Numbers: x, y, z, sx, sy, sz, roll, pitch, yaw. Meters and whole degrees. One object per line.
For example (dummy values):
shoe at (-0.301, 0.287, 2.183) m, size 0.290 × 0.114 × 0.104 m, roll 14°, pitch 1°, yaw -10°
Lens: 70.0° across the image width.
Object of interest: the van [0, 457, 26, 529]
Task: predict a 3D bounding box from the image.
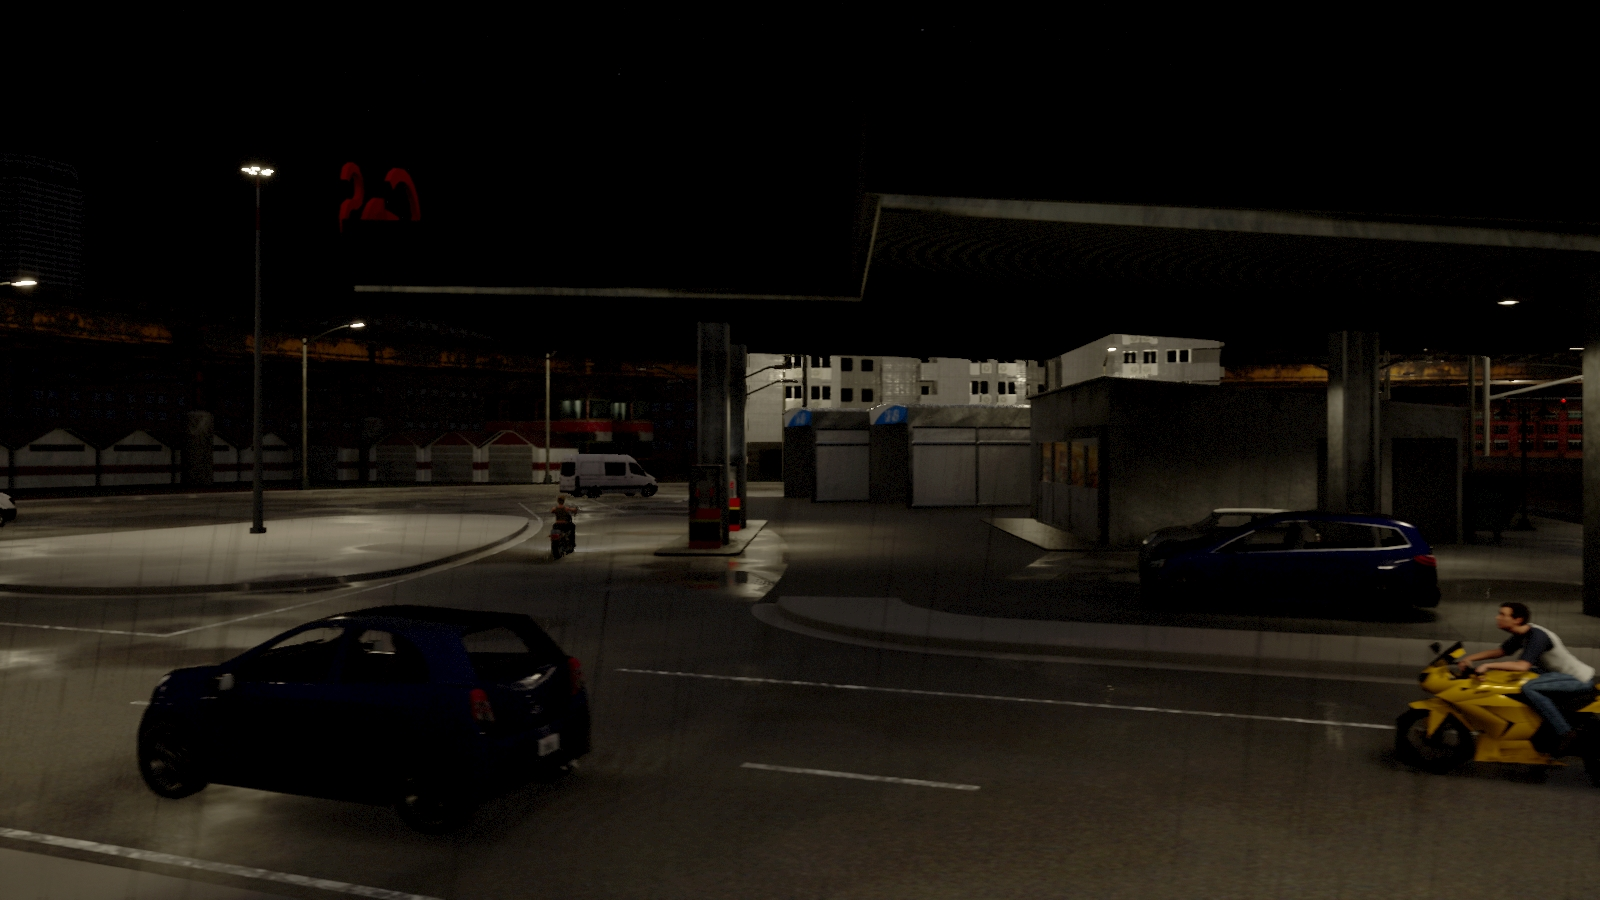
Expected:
van at (-29.925, 1.517, 38.839) m, size 1.988 × 2.561 × 5.915 m, roll 0°, pitch 0°, yaw 21°

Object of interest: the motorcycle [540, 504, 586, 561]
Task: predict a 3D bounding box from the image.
motorcycle at (-6.206, 2.136, 30.038) m, size 0.764 × 1.332 × 2.356 m, roll 0°, pitch 0°, yaw -1°

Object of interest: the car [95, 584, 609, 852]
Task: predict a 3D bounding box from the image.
car at (-3.635, 2.036, 9.411) m, size 3.633 × 1.501 × 1.845 m, roll 0°, pitch 0°, yaw 20°
